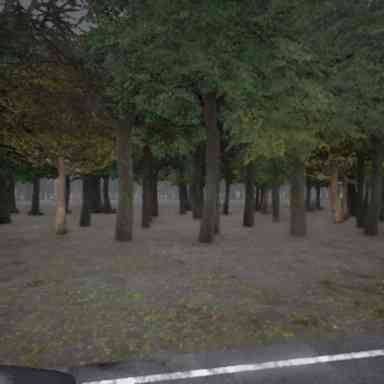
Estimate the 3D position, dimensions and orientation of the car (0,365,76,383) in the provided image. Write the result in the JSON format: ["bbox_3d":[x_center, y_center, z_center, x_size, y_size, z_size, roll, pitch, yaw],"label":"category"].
[{"bbox_3d":[-3.319,1.550,1.529,5.357,1.411,2.033,0,0,-12],"label":"car"}]
